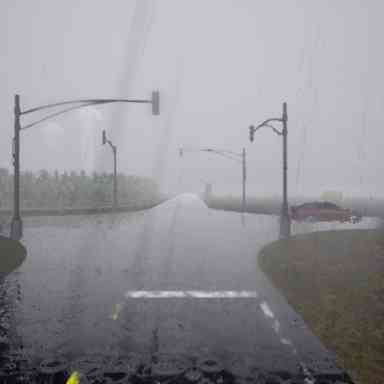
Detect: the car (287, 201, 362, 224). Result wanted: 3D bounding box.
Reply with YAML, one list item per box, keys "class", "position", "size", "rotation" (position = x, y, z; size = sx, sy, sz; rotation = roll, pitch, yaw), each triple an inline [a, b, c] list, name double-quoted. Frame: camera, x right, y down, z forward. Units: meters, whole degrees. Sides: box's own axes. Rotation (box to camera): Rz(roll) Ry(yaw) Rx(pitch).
- class: "car"
  position: [8.621, 1.329, 21.730]
  size: [4.674, 1.442, 1.812]
  rotation: [1, 0, -4]
